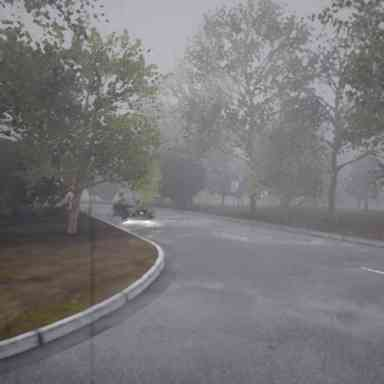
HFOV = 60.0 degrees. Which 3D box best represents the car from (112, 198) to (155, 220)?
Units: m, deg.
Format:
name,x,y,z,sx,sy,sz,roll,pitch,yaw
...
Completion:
name,x,y,z,sx,sy,sz,roll,pitch,yaw
car,-4.024,1.079,22.533,1.994,1.385,4.181,1,1,-27
